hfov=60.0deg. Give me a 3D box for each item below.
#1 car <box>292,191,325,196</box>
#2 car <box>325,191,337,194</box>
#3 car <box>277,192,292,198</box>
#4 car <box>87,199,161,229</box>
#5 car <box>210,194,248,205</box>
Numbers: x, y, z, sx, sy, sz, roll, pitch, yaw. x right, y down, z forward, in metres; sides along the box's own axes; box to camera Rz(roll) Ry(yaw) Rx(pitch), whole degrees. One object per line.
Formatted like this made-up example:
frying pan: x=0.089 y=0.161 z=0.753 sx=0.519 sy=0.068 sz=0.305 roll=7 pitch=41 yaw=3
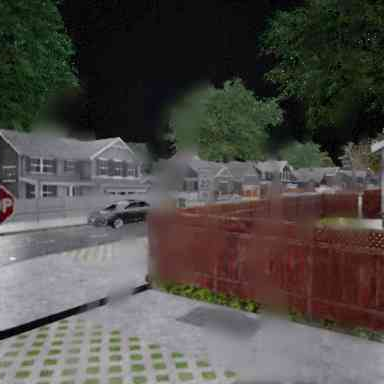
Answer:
car: x=14.182 y=0.742 z=40.348 sx=1.837 sy=1.490 sz=4.892 roll=0 pitch=1 yaw=35
car: x=19.998 y=0.543 z=48.750 sx=2.128 sy=1.511 sz=4.902 roll=0 pitch=1 yaw=35
car: x=12.674 y=0.749 z=43.143 sx=2.033 sy=1.411 sz=5.357 roll=0 pitch=1 yaw=36
car: x=-3.860 y=1.226 z=19.602 sx=1.837 sy=1.490 sz=4.892 roll=0 pitch=1 yaw=35
car: x=3.357 y=0.986 z=29.911 sx=2.128 sy=1.511 sz=4.902 roll=0 pitch=1 yaw=35
